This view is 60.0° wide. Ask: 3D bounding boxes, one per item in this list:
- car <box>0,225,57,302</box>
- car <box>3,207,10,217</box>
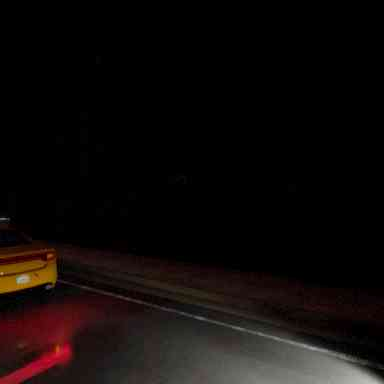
[{"bbox_3d":[-5.139,1.477,7.656,5.008,1.535,1.882,0,0,36],"label":"car"},{"bbox_3d":[-14.222,1.468,29.705,1.812,1.442,4.674,0,0,35],"label":"car"}]
